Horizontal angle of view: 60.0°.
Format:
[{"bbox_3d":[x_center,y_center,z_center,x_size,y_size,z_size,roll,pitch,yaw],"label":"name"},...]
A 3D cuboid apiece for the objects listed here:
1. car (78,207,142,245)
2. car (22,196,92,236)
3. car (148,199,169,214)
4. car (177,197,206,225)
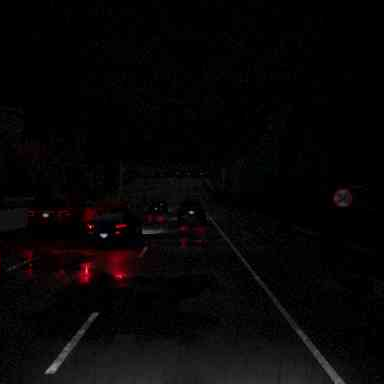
[{"bbox_3d":[-3.491,1.526,15.415,1.812,1.442,4.674,0,0,0],"label":"car"},{"bbox_3d":[-7.010,1.223,18.569,2.150,2.045,5.566,0,0,0],"label":"car"},{"bbox_3d":[-3.617,1.485,35.823,2.128,1.511,4.902,0,0,0],"label":"car"},{"bbox_3d":[-0.043,1.422,24.118,2.033,1.649,4.856,0,0,0],"label":"car"}]
